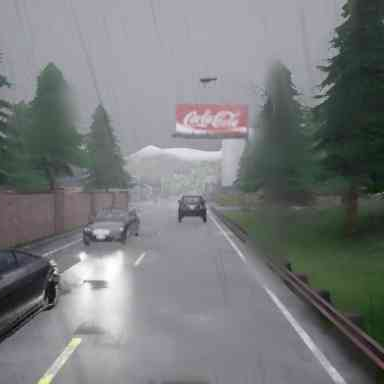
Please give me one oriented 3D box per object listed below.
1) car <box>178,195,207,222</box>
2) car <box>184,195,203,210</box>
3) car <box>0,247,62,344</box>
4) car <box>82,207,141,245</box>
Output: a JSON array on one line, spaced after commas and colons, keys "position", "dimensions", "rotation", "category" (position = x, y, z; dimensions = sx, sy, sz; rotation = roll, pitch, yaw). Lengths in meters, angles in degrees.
[{"position": [0.025, 1.228, 26.527], "dimensions": [2.150, 2.045, 5.566], "rotation": [0, 0, 0], "category": "car"}, {"position": [0.258, 1.447, 43.070], "dimensions": [2.097, 1.767, 4.553], "rotation": [1, -3, 5], "category": "car"}, {"position": [-3.589, 1.565, 4.968], "dimensions": [1.994, 1.385, 4.181], "rotation": [0, 0, 0], "category": "car"}, {"position": [-3.576, 1.493, 15.530], "dimensions": [2.128, 1.511, 4.902], "rotation": [0, 0, 0], "category": "car"}]
